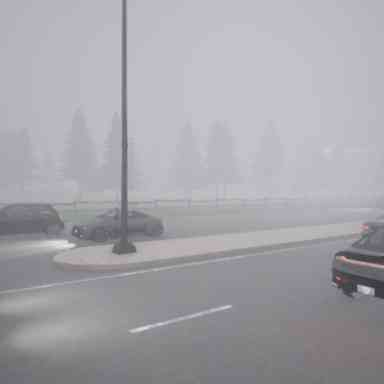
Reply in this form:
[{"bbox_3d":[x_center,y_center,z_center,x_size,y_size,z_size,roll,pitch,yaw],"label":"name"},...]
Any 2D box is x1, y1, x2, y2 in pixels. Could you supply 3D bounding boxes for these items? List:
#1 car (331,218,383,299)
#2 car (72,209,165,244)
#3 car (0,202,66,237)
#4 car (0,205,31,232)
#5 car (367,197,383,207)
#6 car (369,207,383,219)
[{"bbox_3d":[4.982,1.469,7.098,4.902,1.511,2.128,0,0,-35],"label":"car"},{"bbox_3d":[-3.388,1.516,15.586,4.181,1.385,1.994,0,0,-34],"label":"car"},{"bbox_3d":[-8.703,1.303,16.249,4.553,1.767,2.097,0,0,-33],"label":"car"},{"bbox_3d":[-11.458,1.507,18.631,4.181,1.385,1.994,0,0,-33],"label":"car"},{"bbox_3d":[24.805,1.360,43.359,4.902,1.511,2.128,0,0,-34],"label":"car"},{"bbox_3d":[9.487,1.503,14.456,5.357,1.411,2.033,0,0,-34],"label":"car"}]
